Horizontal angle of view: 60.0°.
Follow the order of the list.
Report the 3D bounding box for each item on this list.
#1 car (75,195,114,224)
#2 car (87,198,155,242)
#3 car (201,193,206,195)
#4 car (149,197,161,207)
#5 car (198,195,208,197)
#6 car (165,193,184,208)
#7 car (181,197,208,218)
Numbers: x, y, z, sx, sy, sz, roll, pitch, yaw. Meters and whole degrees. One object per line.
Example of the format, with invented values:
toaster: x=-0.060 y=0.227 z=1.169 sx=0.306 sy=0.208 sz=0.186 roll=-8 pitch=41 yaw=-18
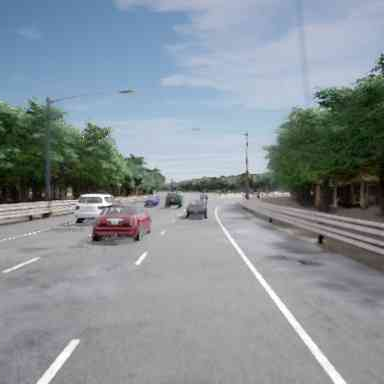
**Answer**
car: x=-6.668 y=1.199 z=24.304 sx=2.150 sy=2.045 sz=5.566 roll=0 pitch=0 yaw=2
car: x=-3.282 y=1.341 z=16.423 sx=2.097 sy=1.767 sz=4.553 roll=0 pitch=0 yaw=1
car: x=2.529 y=1.369 z=75.716 sx=1.837 sy=1.490 sz=4.892 roll=0 pitch=0 yaw=3
car: x=-5.749 y=1.460 z=49.016 sx=1.812 sy=1.442 sz=4.674 roll=0 pitch=0 yaw=3
car: x=1.421 y=1.540 z=53.882 sx=1.895 sy=1.301 sz=4.718 roll=0 pitch=0 yaw=3
car: x=-2.403 y=1.174 z=46.276 sx=2.150 sy=2.045 sz=5.566 roll=0 pitch=0 yaw=3
car: x=0.445 y=1.484 z=30.108 sx=2.128 sy=1.511 sz=4.902 roll=0 pitch=0 yaw=2
